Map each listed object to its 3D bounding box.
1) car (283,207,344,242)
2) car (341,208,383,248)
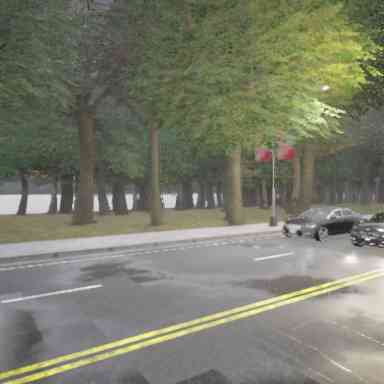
[{"bbox_3d":[6.497,1.482,16.270,4.902,1.511,2.128,0,0,-35],"label":"car"},{"bbox_3d":[8.463,1.495,13.680,4.892,1.490,1.837,0,0,-35],"label":"car"}]
